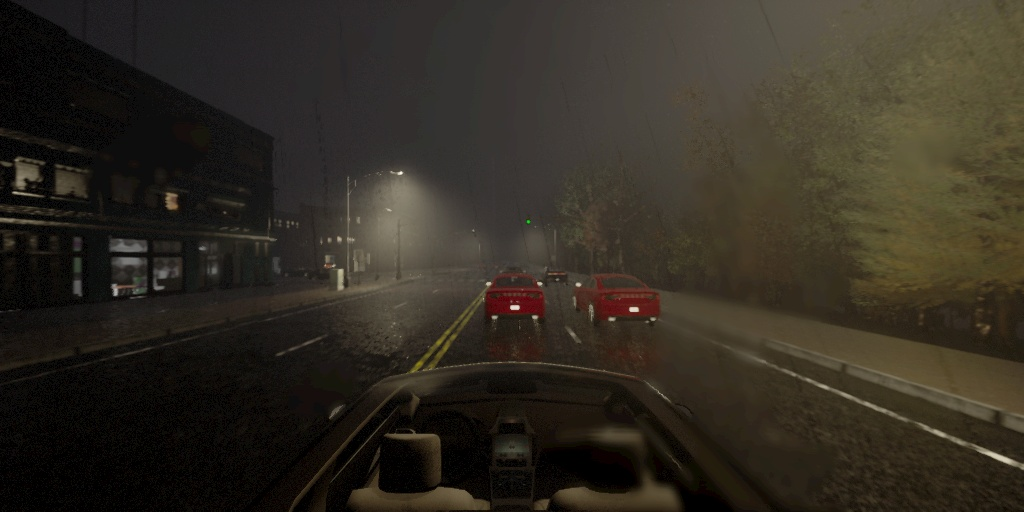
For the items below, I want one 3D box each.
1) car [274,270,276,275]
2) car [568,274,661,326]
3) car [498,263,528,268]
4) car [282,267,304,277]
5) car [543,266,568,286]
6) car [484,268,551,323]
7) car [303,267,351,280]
[{"bbox_3d":[-33.869,2.213,47.950,4.207,1.307,1.802,0,0,0],"label":"car"},{"bbox_3d":[3.339,1.353,12.296,1.882,1.535,5.008,0,-1,0],"label":"car"},{"bbox_3d":[0.071,1.576,28.841,1.837,1.490,4.892,0,-1,0],"label":"car"},{"bbox_3d":[-28.333,2.117,47.950,4.403,1.370,2.007,0,0,0],"label":"car"},{"bbox_3d":[3.320,1.560,28.649,2.128,1.511,4.902,0,-1,0],"label":"car"},{"bbox_3d":[0.084,1.358,12.712,1.882,1.535,5.008,0,-1,0],"label":"car"},{"bbox_3d":[-19.990,2.018,39.448,4.313,1.339,1.948,0,0,0],"label":"car"}]
